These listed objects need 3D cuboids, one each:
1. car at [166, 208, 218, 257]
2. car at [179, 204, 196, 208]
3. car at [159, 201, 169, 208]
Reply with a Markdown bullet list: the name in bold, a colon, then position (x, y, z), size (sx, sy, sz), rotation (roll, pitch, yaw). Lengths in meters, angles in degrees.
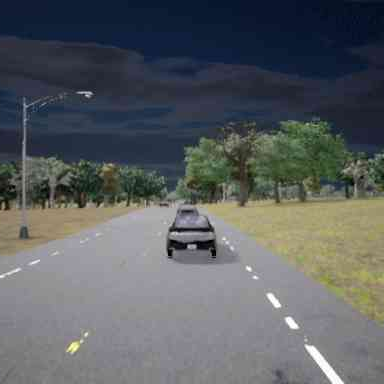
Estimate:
- **car**: position (-0.022, 1.631, 13.516), size (2.128, 1.511, 4.902), rotation (0, 0, 0)
- **car**: position (-0.419, 1.766, 28.557), size (1.837, 1.490, 4.892), rotation (0, 0, -2)
- **car**: position (-5.511, 2.437, 65.663), size (1.895, 1.301, 4.718), rotation (0, -1, -2)
